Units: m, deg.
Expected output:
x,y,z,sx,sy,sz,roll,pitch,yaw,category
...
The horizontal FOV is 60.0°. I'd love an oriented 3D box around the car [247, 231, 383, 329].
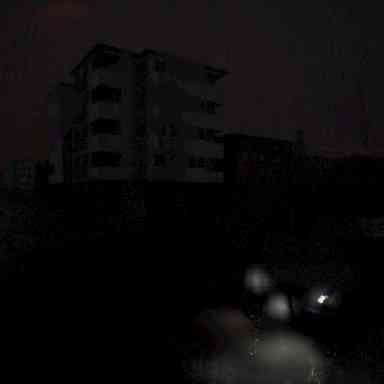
x,y,z,sx,sy,sz,roll,pitch,yaw,category
3.693,1.590,7.238,5.357,1.411,2.033,0,0,-35,car
